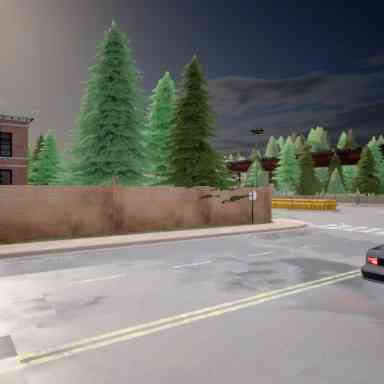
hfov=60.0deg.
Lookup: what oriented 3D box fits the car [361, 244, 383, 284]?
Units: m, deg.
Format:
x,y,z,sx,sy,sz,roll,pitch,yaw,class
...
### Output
x,y,z,sx,sy,sz,roll,pitch,yaw,class
6.323,1.547,8.239,5.357,1.411,2.033,0,0,-35,car
